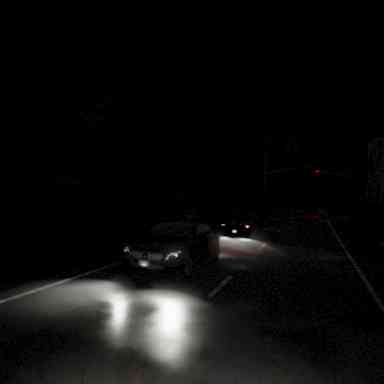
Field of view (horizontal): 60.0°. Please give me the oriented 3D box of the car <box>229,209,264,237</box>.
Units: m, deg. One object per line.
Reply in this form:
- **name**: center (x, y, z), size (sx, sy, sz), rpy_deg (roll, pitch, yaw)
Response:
- **car**: center (3.203, 1.771, 20.332), size (2.033, 1.411, 5.357), rpy_deg (2, 0, 20)

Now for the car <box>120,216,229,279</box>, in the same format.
- **car**: center (-0.397, 1.549, 10.419), size (1.812, 1.442, 4.674), rpy_deg (2, 0, 20)

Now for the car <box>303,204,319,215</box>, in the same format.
- **car**: center (16.697, 2.420, 46.623), size (2.128, 1.511, 4.902), rpy_deg (2, 0, 20)
